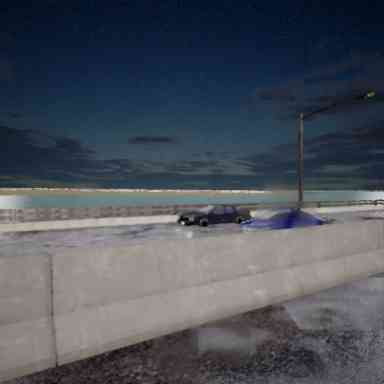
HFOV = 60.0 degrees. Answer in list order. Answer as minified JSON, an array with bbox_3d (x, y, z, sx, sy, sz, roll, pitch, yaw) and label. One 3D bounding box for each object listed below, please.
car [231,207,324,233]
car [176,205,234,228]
[{"bbox_3d":[4.285,1.530,15.519,4.674,1.442,1.812,0,0,-35],"label":"car"},{"bbox_3d":[1.627,1.553,22.192,5.357,1.411,2.033,0,0,-35],"label":"car"}]
